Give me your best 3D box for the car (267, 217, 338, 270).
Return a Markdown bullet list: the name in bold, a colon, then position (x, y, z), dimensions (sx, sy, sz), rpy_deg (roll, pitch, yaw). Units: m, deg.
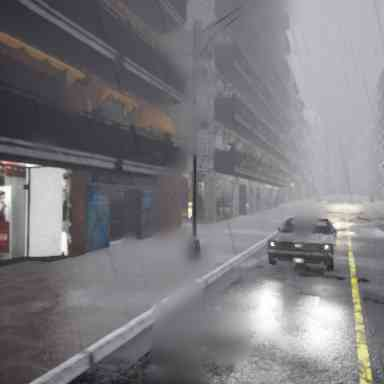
- **car**: position (3.857, 1.566, 11.190), dimensions (1.895, 1.301, 4.718), rpy_deg (0, 0, 25)
